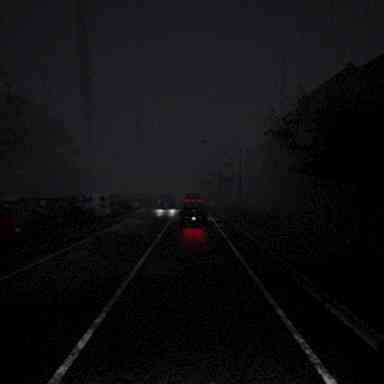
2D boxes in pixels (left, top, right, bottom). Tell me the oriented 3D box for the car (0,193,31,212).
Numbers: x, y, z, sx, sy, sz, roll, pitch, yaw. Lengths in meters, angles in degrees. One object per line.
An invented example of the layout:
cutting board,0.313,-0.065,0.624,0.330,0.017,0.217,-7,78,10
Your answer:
car,-21.901,1.160,38.360,5.566,2.045,2.435,0,0,0

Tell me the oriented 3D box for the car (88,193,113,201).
car,-21.986,1.229,80.125,5.566,2.045,2.435,0,0,0

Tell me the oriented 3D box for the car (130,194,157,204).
car,-8.834,1.321,61.019,4.553,1.767,2.185,0,0,0

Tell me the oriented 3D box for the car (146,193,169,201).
car,-8.854,1.237,86.249,5.566,2.045,2.435,0,0,0

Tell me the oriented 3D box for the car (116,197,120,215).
car,-8.839,1.410,27.387,4.892,1.521,2.231,0,0,0

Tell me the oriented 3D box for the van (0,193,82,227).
van,-8.955,1.196,18.972,4.442,1.987,1.878,0,0,0

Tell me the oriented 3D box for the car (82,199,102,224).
car,-8.835,1.418,21.776,5.008,1.535,2.097,0,0,0

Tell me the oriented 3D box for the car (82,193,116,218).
car,-8.870,1.162,24.579,5.566,2.045,2.435,0,0,0

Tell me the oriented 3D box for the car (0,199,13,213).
car,-21.926,1.448,35.452,4.674,1.452,2.002,0,0,0

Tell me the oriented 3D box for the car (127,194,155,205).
car,-8.895,1.317,58.215,4.553,1.767,2.185,0,0,0

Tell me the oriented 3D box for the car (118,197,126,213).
car,-8.816,1.436,30.184,4.792,1.488,2.163,0,0,0

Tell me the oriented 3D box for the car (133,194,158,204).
car,-8.836,1.326,63.822,4.553,1.767,2.185,0,0,0

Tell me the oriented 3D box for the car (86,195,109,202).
car,-21.927,1.505,77.349,4.792,1.488,2.163,0,0,0

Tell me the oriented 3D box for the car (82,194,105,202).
car,-21.985,1.345,74.572,4.553,1.767,2.185,0,0,0

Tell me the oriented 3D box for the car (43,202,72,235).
car,-8.832,1.428,16.169,4.892,1.521,2.231,0,0,0

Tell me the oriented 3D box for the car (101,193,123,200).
car,-21.936,1.242,91.229,5.566,2.045,2.435,0,0,0

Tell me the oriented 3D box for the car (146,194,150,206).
car,-8.827,1.453,47.002,4.792,1.488,2.163,0,0,0

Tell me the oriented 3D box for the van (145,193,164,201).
van,-8.995,1.253,80.642,4.442,1.987,1.878,0,0,0

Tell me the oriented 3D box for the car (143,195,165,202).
car,-8.870,1.476,77.838,4.892,1.521,2.231,0,0,0

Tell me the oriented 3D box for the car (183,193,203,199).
car,0.130,1.165,40.970,2.150,2.045,5.566,0,0,0

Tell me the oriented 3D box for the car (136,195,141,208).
car,-9.037,1.407,38.592,5.366,1.575,1.946,0,0,0

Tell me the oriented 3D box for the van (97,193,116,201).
van,-22.078,1.263,85.676,4.442,1.987,1.878,0,0,0

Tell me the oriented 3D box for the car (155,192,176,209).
car,-3.299,1.171,44.566,2.150,2.045,5.566,0,0,0

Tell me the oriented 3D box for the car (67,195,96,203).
car,-21.954,1.458,66.245,4.892,1.521,2.231,0,0,0

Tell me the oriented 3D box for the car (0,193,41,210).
car,-21.904,1.164,41.022,5.566,2.045,2.435,0,0,0

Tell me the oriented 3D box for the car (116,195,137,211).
car,-8.844,1.407,35.792,5.008,1.535,2.097,0,0,0

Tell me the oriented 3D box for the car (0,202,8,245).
car,-8.806,1.310,10.561,4.553,1.767,2.185,0,0,0

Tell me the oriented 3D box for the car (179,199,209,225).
car,0.117,1.450,23.631,1.837,1.490,4.892,0,0,0

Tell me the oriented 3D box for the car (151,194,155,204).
car,-8.855,1.433,52.609,5.008,1.535,2.097,0,0,0

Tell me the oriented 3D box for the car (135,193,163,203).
car,-8.842,1.209,69.429,5.566,2.045,2.435,0,0,0

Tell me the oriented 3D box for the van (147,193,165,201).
van,-8.997,1.258,83.445,4.442,1.987,1.878,0,0,0

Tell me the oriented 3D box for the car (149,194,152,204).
car,-8.829,1.458,49.805,4.792,1.488,2.163,0,0,0

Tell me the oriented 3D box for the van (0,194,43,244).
van,-8.721,1.205,13.365,4.442,1.987,1.878,0,0,0

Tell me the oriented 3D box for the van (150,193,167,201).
van,-9.000,1.267,89.050,4.442,1.987,1.878,0,0,0

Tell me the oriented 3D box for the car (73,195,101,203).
car,-21.765,1.459,69.022,5.366,1.575,1.946,0,0,0

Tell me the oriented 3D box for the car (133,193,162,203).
car,-8.841,1.205,66.625,5.566,2.045,2.435,0,0,0

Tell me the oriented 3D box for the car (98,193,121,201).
car,-21.991,1.242,88.452,5.566,2.045,2.435,0,0,0

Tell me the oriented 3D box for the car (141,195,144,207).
car,-8.882,1.444,41.395,4.792,1.488,2.163,0,0,0

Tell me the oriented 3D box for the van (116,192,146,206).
van,-8.738,1.194,44.199,4.442,1.987,1.878,0,0,0
